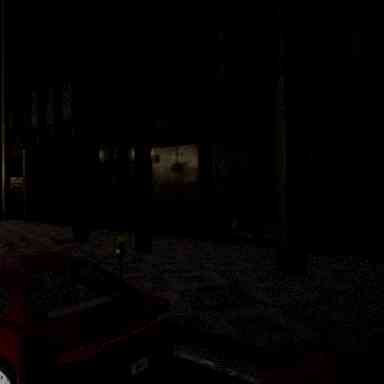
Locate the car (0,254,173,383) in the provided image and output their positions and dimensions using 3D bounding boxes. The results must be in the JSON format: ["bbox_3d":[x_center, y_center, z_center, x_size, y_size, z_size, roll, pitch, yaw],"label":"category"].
[{"bbox_3d":[-2.320,1.529,4.503,4.507,1.381,1.887,0,0,35],"label":"car"}]

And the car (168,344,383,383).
[{"bbox_3d":[2.265,1.549,1.244,4.507,1.381,1.887,0,0,35],"label":"car"}]
